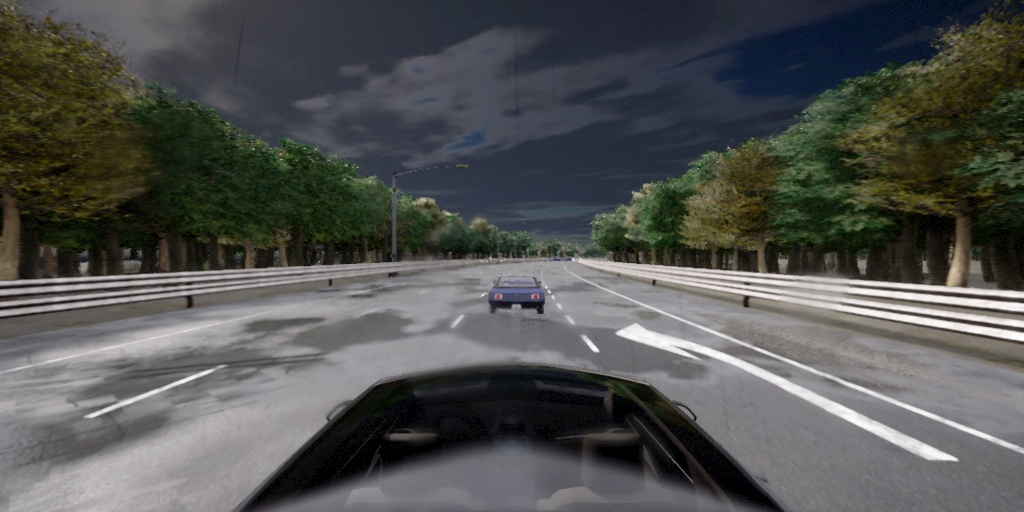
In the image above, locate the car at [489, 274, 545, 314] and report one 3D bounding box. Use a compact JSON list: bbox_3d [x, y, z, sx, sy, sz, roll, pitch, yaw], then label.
[{"bbox_3d":[0.213,1.358,13.901,1.895,1.301,4.718,0,0,1],"label":"car"}]
